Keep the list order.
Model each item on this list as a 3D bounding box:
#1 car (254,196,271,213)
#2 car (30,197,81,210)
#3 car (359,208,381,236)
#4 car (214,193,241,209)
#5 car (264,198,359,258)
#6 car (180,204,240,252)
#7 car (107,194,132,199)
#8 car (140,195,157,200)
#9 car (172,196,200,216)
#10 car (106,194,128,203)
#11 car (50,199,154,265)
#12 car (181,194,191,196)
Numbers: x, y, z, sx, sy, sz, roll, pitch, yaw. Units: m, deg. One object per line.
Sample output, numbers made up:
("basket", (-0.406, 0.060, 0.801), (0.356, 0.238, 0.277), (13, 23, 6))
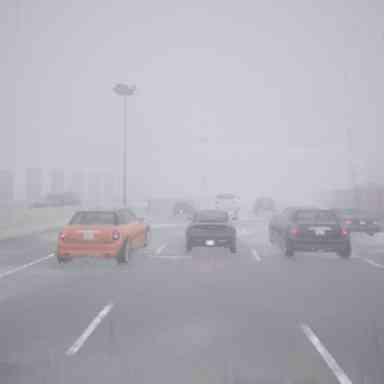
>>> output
("car", (7.549, 1.208, 34.510), (2.097, 1.767, 4.553), (0, 0, 12))
("car", (-11.604, 1.048, 28.629), (2.150, 2.045, 5.566), (0, 0, 10))
("car", (8.264, 1.484, 18.039), (2.033, 1.411, 5.357), (0, 0, 7))
("car", (3.468, 1.076, 32.262), (2.150, 2.045, 5.566), (0, 0, 11))
("car", (4.263, 1.303, 12.757), (2.097, 1.767, 4.553), (0, 0, 5))
("car", (0.812, 1.442, 13.556), (1.837, 1.490, 4.892), (0, 0, 5))
("car", (-12.156, 1.294, 56.540), (1.895, 1.301, 4.718), (0, 0, 18))
("car", (-7.771, 1.258, 58.872), (1.994, 1.385, 4.181), (0, 0, 18))
("car", (-0.460, 1.358, 30.182), (1.837, 1.490, 4.892), (0, 0, 10))
("car", (-13.990, 1.136, 62.365), (1.882, 1.535, 5.008), (0, 0, 18))
("car", (-2.835, 1.287, 11.675), (2.097, 1.767, 4.553), (0, 0, 4))
("car", (-1.306, 1.175, 67.580), (2.033, 1.411, 5.357), (0, 0, 18))
